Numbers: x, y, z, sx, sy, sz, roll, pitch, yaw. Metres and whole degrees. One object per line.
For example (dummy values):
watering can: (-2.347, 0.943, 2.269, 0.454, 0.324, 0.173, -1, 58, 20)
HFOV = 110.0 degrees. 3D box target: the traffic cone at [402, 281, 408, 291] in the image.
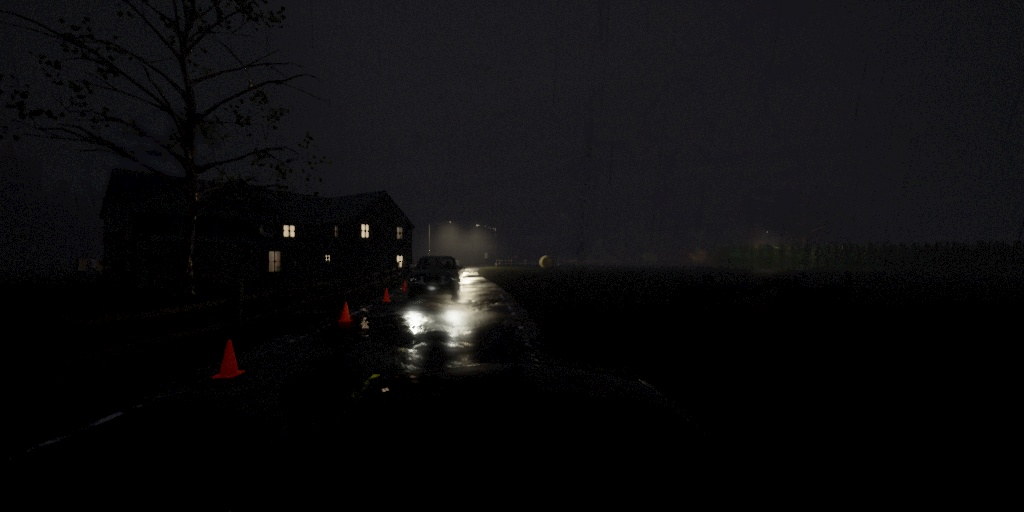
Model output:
traffic cone: (-6.194, 1.713, 20.698, 0.340, 0.580, 0.340, 0, 0, -9)

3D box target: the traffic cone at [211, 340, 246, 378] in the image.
traffic cone: (-4.749, 1.706, 6.024, 0.340, 0.580, 0.340, 0, 0, -3)

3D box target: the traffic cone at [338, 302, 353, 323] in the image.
traffic cone: (-5.067, 1.708, 10.930, 0.340, 0.580, 0.340, 0, 0, -5)

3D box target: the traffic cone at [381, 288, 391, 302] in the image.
traffic cone: (-5.549, 1.710, 15.823, 0.340, 0.580, 0.340, 0, 0, -7)

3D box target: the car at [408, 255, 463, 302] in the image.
car: (-3.600, 0.976, 17.421, 2.150, 2.045, 5.566, 0, 0, -7)

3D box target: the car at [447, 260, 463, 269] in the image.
car: (-9.640, 1.379, 60.740, 1.994, 1.385, 4.181, 0, 0, 1)
